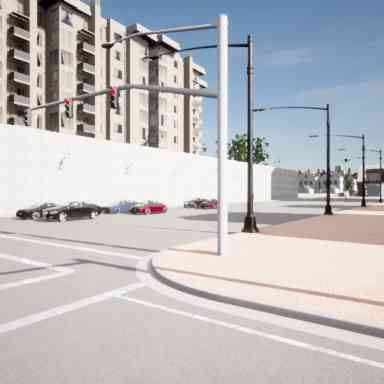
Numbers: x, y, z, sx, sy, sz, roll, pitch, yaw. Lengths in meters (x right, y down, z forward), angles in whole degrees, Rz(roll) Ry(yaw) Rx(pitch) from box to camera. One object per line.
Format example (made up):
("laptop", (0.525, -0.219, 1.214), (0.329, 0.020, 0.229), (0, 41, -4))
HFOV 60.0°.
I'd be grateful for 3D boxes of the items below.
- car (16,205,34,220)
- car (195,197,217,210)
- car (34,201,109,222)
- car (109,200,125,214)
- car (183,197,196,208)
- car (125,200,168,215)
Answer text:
("car", (-12.649, 1.571, 28.370), (1.994, 1.385, 4.181), (0, 0, 35))
("car", (2.757, 1.570, 43.846), (1.994, 1.385, 4.181), (0, 0, 36))
("car", (-9.550, 1.498, 26.697), (2.128, 1.511, 4.902), (0, 0, 36))
("car", (-7.329, 1.555, 35.803), (2.033, 1.411, 5.357), (0, 0, 36))
("car", (0.660, 1.499, 46.926), (2.128, 1.511, 4.902), (0, 0, 36))
("car", (-4.360, 1.570, 33.928), (1.994, 1.385, 4.181), (0, 0, 36))
